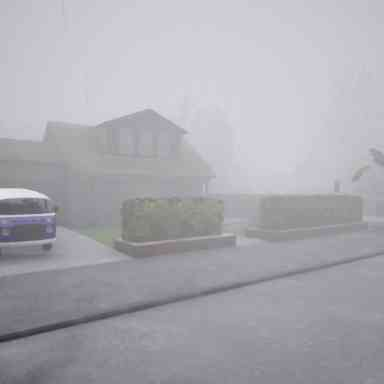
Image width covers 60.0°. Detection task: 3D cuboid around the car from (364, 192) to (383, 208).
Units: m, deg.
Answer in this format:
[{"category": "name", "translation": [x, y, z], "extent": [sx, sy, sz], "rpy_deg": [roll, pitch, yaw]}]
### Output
[{"category": "car", "translation": [23.153, 0.917, 40.319], "extent": [3.866, 1.878, 1.905], "rpy_deg": [0, 0, 0]}]
